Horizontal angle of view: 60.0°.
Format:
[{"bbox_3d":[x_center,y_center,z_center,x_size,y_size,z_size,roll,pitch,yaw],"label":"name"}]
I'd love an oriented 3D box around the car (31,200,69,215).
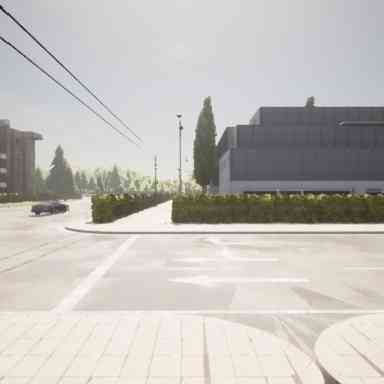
[{"bbox_3d":[-14.248,1.547,33.705,2.033,1.411,5.357,0,0,1],"label":"car"}]
